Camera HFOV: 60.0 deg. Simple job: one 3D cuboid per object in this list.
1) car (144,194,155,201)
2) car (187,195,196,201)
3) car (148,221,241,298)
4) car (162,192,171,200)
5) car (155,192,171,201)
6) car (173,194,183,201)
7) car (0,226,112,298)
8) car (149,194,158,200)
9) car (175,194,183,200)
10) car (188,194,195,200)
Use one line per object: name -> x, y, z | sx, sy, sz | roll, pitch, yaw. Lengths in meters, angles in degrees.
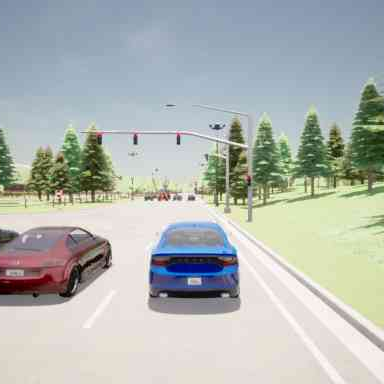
car -> -10.640, 1.491, 82.435 | 1.837, 1.490, 4.892 | 0, 0, 0
car -> -0.140, 1.469, 82.453 | 1.882, 1.535, 5.008 | 0, 0, 0
car -> 0.055, 1.478, 8.550 | 1.882, 1.535, 5.008 | 0, 0, 0
car -> -7.158, 1.057, 92.891 | 2.150, 2.045, 5.566 | 0, 0, 0
car -> -7.141, 1.217, 82.471 | 2.150, 2.045, 5.566 | 0, 0, 0
car -> -3.641, 1.346, 82.800 | 2.097, 1.767, 4.553 | 0, 0, 0
car -> -3.451, 1.564, 8.578 | 1.994, 1.385, 4.181 | 0, 0, 1
car -> -10.658, 1.332, 92.855 | 1.837, 1.490, 4.892 | 0, 0, 0
car -> -3.658, 1.385, 92.867 | 1.994, 1.385, 4.181 | 0, 0, 0
car -> -0.158, 1.385, 92.873 | 1.994, 1.385, 4.181 | 0, 0, 0
